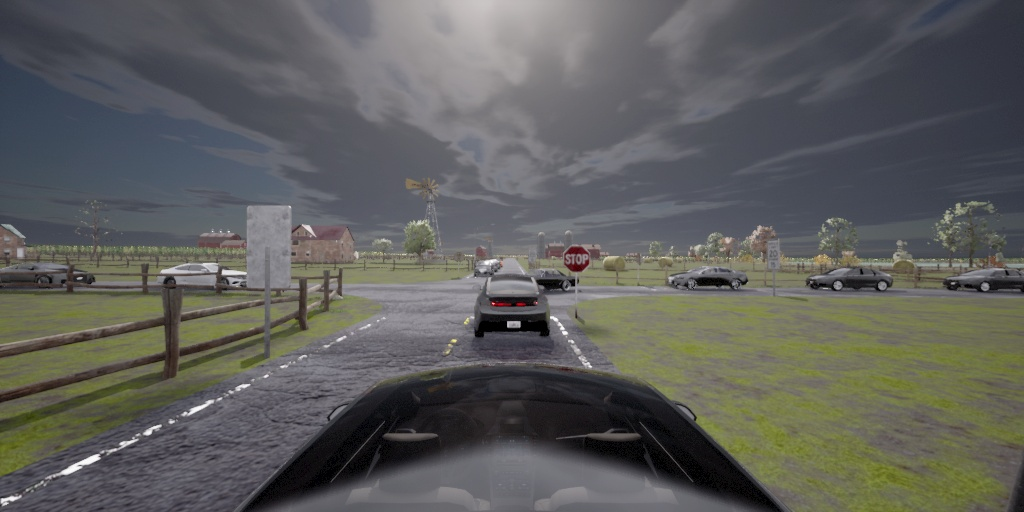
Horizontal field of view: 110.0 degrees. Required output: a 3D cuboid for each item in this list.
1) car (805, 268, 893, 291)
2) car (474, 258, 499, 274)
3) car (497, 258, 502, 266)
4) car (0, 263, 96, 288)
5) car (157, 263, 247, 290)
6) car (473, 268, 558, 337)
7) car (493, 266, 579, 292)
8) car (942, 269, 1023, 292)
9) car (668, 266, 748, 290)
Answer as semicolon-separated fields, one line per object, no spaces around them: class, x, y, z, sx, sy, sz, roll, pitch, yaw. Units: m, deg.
car;22.219;1.515;23.737;4.892;1.490;1.837;1;-1;-1
car;-2.828;1.268;37.001;2.128;1.511;4.902;0;0;0
car;-2.813;1.274;46.446;2.128;1.511;4.902;0;0;0
car;-26.348;1.061;20.169;4.181;1.385;1.994;1;-1;-1
car;-17.227;1.117;20.283;4.674;1.442;1.812;1;-1;-1
car;-0.066;1.263;10.311;1.837;1.490;4.892;0;0;-3
car;1.516;1.383;20.356;4.718;1.301;1.895;1;-1;-35
car;31.722;1.603;23.850;4.892;1.490;1.837;1;-1;-1
car;12.817;1.413;23.575;4.902;1.511;2.128;1;-1;-2
